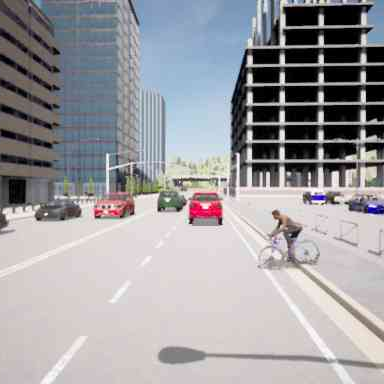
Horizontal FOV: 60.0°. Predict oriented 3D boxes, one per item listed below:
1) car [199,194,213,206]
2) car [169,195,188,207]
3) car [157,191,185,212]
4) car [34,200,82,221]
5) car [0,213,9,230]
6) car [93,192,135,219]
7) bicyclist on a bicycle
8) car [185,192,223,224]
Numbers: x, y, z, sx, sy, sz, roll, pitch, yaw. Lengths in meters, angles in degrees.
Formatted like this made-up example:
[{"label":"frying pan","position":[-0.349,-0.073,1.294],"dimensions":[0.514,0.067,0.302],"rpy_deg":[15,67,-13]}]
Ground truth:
[{"label":"car","position":[1.868,1.032,45.271],"dimensions":[1.837,1.490,4.892],"rpy_deg":[0,0,2]},{"label":"car","position":[-1.716,1.091,43.319],"dimensions":[2.033,1.411,5.357],"rpy_deg":[0,1,2]},{"label":"car","position":[-2.132,0.870,33.161],"dimensions":[2.150,2.045,5.566],"rpy_deg":[0,1,2]},{"label":"car","position":[-9.676,1.293,24.321],"dimensions":[1.994,1.385,4.181],"rpy_deg":[0,1,4]},{"label":"car","position":[-10.113,1.381,14.230],"dimensions":[2.033,1.411,5.357],"rpy_deg":[0,1,2]},{"label":"car","position":[-6.011,1.030,26.416],"dimensions":[2.150,2.045,5.566],"rpy_deg":[0,1,2]},{"label":"bicyclist on a bicycle","position":[2.556,1.275,9.033],"dimensions":[1.656,1.620,0.582],"rpy_deg":[-9,0,2]},{"label":"car","position":[0.939,0.985,22.690],"dimensions":[2.150,2.045,5.566],"rpy_deg":[0,1,2]}]
